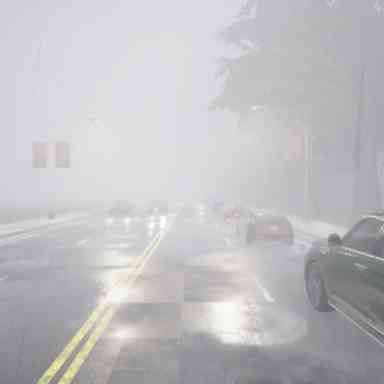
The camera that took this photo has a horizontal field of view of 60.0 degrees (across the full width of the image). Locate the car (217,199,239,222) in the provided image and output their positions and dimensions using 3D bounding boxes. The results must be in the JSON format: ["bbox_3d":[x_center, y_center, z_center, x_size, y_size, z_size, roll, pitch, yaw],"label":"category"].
[{"bbox_3d":[3.249,1.519,26.498,1.812,1.442,4.674,0,0,0],"label":"car"}]

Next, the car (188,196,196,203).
[{"bbox_3d":[-0.006,1.766,79.442,2.128,1.511,4.902,0,-1,0],"label":"car"}]

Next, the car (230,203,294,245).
[{"bbox_3d":[3.250,1.489,15.525,2.163,1.488,4.792,0,0,0],"label":"car"}]

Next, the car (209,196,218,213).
[{"bbox_3d":[3.248,1.494,37.501,1.882,1.535,5.008,0,0,0],"label":"car"}]

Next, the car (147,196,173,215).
[{"bbox_3d":[-3.345,1.497,33.609,2.128,1.511,4.902,0,0,0],"label":"car"}]

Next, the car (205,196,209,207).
[{"bbox_3d":[3.247,1.506,48.693,1.801,1.575,5.366,0,0,0],"label":"car"}]

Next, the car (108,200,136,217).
[{"bbox_3d":[-6.598,1.479,31.835,1.882,1.535,5.008,0,0,0],"label":"car"}]

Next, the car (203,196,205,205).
[{"bbox_3d":[3.246,1.603,59.537,2.163,1.488,4.792,0,0,0],"label":"car"}]

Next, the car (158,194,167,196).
[{"bbox_3d":[-6.506,1.362,72.112,2.150,2.045,5.566,0,0,0],"label":"car"}]

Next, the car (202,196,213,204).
[{"bbox_3d":[3.245,1.606,70.512,2.033,1.649,4.856,0,0,0],"label":"car"}]

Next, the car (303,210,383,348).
[{"bbox_3d":[3.350,1.217,4.466,2.150,2.045,5.566,0,0,0],"label":"car"}]

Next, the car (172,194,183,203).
[{"bbox_3d":[-3.256,1.362,73.921,2.150,2.045,5.566,0,0,0],"label":"car"}]
